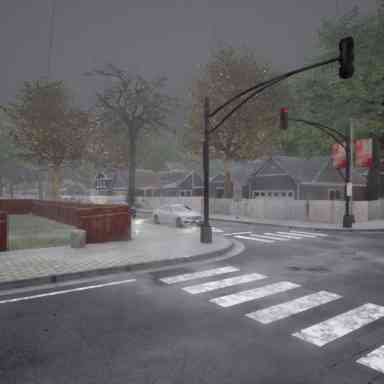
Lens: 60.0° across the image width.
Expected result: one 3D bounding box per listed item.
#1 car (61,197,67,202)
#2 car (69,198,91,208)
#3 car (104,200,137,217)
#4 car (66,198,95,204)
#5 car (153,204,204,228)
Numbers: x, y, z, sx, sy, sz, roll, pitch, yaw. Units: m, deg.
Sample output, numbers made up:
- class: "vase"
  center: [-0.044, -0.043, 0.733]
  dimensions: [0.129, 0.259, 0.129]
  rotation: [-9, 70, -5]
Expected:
- class: "car"
  center: [-22.394, 1.601, 57.395]
  dimensions: [2.128, 1.511, 4.902]
  rotation: [0, 0, -36]
- class: "car"
  center: [-16.733, 1.654, 49.588]
  dimensions: [1.994, 1.385, 4.181]
  rotation: [0, 0, -35]
- class: "car"
  center: [-6.861, 1.513, 30.802]
  dimensions: [1.882, 1.535, 5.008]
  rotation: [0, 0, -36]
- class: "car"
  center: [-12.849, 1.530, 39.182]
  dimensions: [1.882, 1.535, 5.008]
  rotation: [0, 0, -35]
- class: "car"
  center: [-1.022, 1.547, 22.634]
  dimensions: [1.812, 1.442, 4.674]
  rotation: [0, 0, -36]
